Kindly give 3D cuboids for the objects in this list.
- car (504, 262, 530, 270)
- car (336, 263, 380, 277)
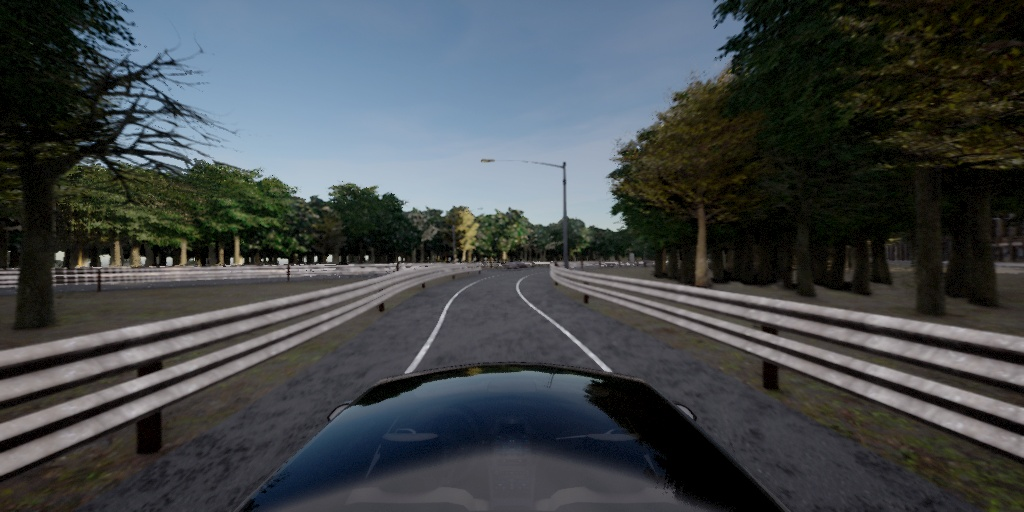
[{"bbox_3d":[0.878,1.658,60.932,2.033,1.411,5.357,-1,-1,39],"label":"car"},{"bbox_3d":[-16.825,1.511,39.231,1.812,1.442,4.674,-1,-1,39],"label":"car"}]
